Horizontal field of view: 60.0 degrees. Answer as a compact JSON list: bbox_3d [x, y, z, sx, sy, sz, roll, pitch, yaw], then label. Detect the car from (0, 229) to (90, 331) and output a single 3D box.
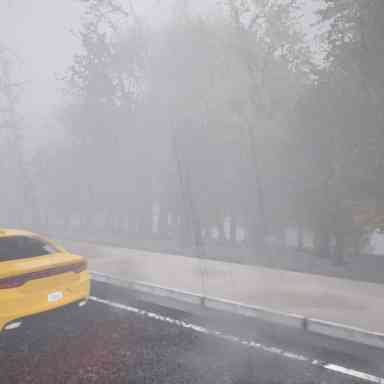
[{"bbox_3d":[-4.153,1.476,6.622,5.008,1.535,1.882,0,0,35],"label":"car"}]
